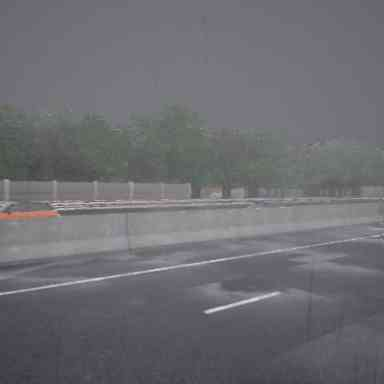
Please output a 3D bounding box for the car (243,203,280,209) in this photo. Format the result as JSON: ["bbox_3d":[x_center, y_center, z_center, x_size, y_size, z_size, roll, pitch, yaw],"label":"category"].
[{"bbox_3d":[5.060,1.549,24.784,5.357,1.411,2.033,0,0,-35],"label":"car"}]

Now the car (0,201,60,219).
[{"bbox_3d":[-9.786,1.352,18.508,4.553,1.767,2.097,0,0,-35],"label":"car"}]
